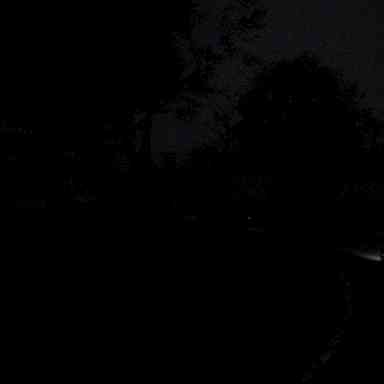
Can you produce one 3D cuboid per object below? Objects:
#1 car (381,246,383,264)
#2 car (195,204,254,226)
[{"bbox_3d":[6.535,1.618,8.787,1.994,1.385,4.181,0,0,18],"label":"car"},{"bbox_3d":[2.323,1.610,24.832,1.882,1.535,5.008,1,0,-41],"label":"car"}]
